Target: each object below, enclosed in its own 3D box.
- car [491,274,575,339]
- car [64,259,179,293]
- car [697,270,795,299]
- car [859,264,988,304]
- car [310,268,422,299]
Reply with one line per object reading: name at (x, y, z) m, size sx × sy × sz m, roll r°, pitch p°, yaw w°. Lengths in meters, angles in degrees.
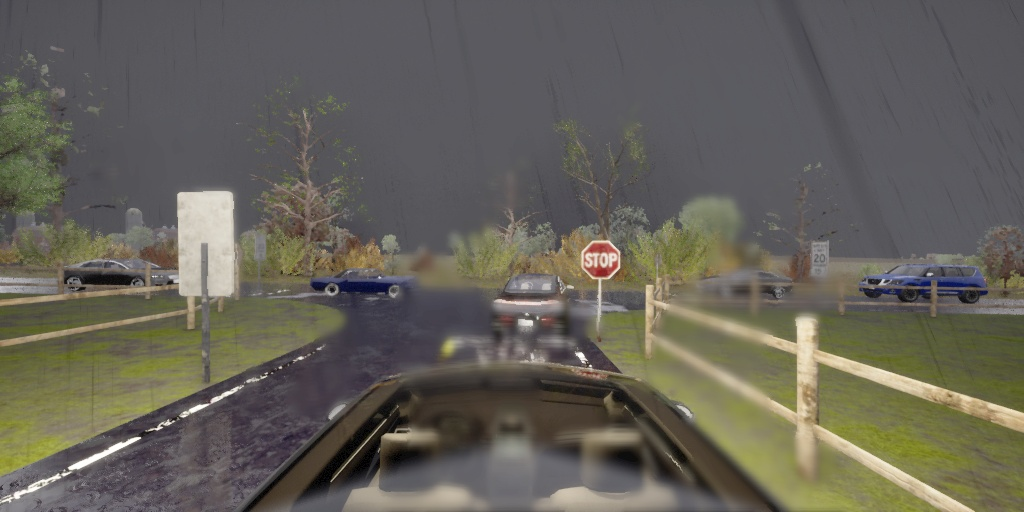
car at (0.708, 1.240, 10.126) m, size 2.128 × 1.511 × 4.902 m, roll 0°, pitch 0°, yaw 9°
car at (-18.487, 0.885, 17.178) m, size 4.902 × 1.511 × 2.128 m, roll 1°, pitch 1°, yaw 0°
car at (13.007, 1.526, 20.082) m, size 4.902 × 1.511 × 2.128 m, roll 1°, pitch 1°, yaw 0°
car at (22.903, 1.467, 20.069) m, size 5.566 × 2.045 × 2.150 m, roll 1°, pitch 1°, yaw 0°
car at (-6.819, 1.249, 17.159) m, size 4.718 × 1.301 × 1.895 m, roll 1°, pitch 1°, yaw 0°
